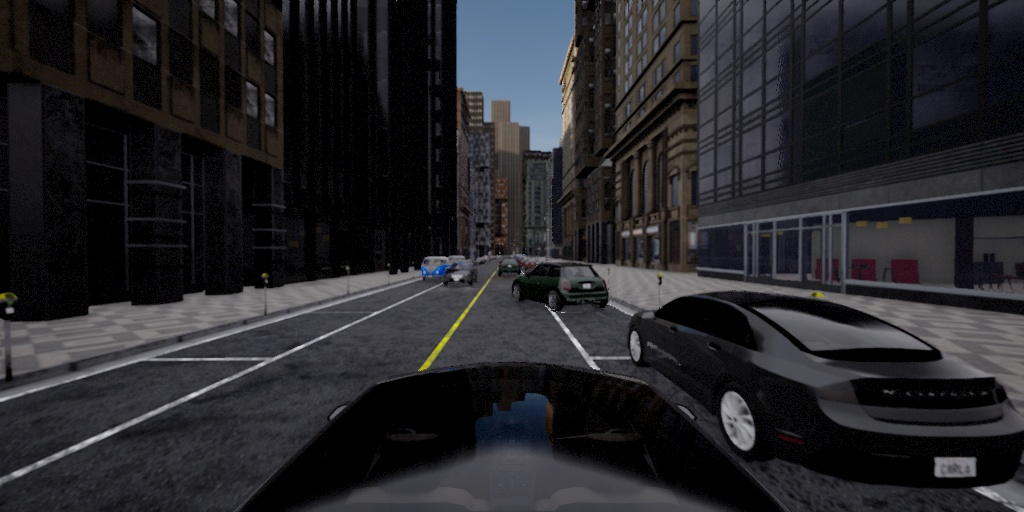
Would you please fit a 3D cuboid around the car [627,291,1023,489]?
[{"bbox_3d":[3.118,1.234,4.962,1.837,1.490,4.892,0,0,-1],"label":"car"}]

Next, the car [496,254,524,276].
[{"bbox_3d":[-0.223,0.913,34.663,2.097,1.767,4.553,0,0,0],"label":"car"}]

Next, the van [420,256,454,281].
[{"bbox_3d":[-5.913,0.943,27.959,1.690,1.789,3.998,0,0,-1],"label":"van"}]

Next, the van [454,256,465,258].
[{"bbox_3d":[-6.020,0.879,39.257,1.690,1.789,3.998,0,0,-1],"label":"van"}]

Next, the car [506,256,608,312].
[{"bbox_3d":[1.698,1.030,14.139,2.097,1.767,4.553,0,0,-23],"label":"car"}]

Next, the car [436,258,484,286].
[{"bbox_3d":[-3.304,1.117,23.718,2.128,1.511,4.902,0,0,-1],"label":"car"}]
